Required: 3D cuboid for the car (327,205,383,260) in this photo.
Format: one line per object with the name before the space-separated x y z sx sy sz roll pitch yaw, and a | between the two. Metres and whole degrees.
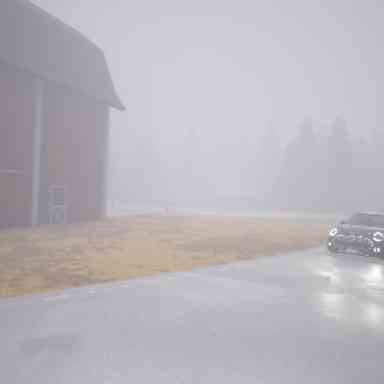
car | 7.405 1.622 13.728 4.553 1.767 2.097 2 0 -45
